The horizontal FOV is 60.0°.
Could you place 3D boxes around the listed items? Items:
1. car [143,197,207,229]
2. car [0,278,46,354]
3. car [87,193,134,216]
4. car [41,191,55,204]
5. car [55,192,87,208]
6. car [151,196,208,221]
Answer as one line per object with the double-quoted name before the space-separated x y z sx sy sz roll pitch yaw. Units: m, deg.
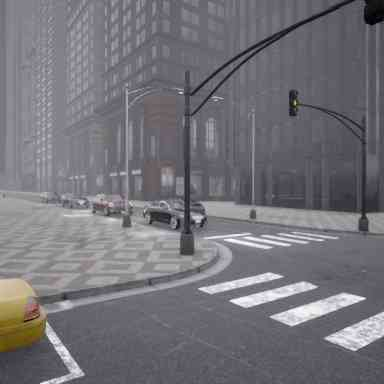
"car" -1.104 1.205 19.218 2.128 1.511 4.902 0 1 -36
"car" -4.259 1.525 3.614 4.829 1.417 1.752 0 0 -35
"car" -6.435 0.896 26.638 2.097 1.767 4.553 0 1 -35
"car" -18.326 0.688 43.248 1.837 1.490 4.892 0 1 -35
"car" -12.316 0.854 34.828 2.128 1.511 4.902 0 1 -36
"car" -1.045 1.141 24.618 1.837 1.490 4.892 0 1 -36
